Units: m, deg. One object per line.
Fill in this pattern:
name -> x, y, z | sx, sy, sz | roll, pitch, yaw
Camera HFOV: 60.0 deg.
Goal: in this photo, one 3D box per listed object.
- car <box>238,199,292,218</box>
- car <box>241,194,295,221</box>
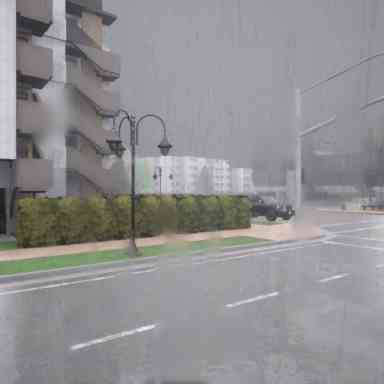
car -> 6.794, 1.478, 31.596 | 1.882, 1.535, 5.008 | 0, 0, -37
car -> 5.690, 1.221, 27.279 | 2.150, 2.045, 5.566 | 0, 0, -38
